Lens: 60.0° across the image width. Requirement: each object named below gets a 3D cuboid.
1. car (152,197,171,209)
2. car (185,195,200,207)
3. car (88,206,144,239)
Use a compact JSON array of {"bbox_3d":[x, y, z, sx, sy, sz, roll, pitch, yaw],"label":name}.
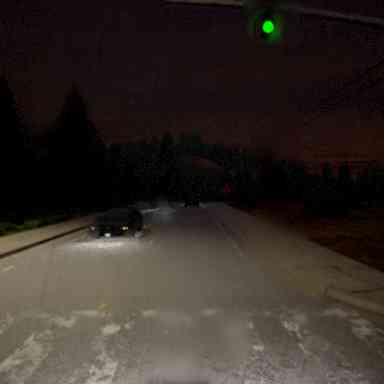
[{"bbox_3d":[-3.590,1.308,39.444,1.994,1.385,4.181,0,0,0],"label":"car"},{"bbox_3d":[0.039,1.192,45.048,1.882,1.535,5.008,0,0,0],"label":"car"},{"bbox_3d":[-3.606,1.442,16.909,2.033,1.411,5.357,0,0,0],"label":"car"}]
